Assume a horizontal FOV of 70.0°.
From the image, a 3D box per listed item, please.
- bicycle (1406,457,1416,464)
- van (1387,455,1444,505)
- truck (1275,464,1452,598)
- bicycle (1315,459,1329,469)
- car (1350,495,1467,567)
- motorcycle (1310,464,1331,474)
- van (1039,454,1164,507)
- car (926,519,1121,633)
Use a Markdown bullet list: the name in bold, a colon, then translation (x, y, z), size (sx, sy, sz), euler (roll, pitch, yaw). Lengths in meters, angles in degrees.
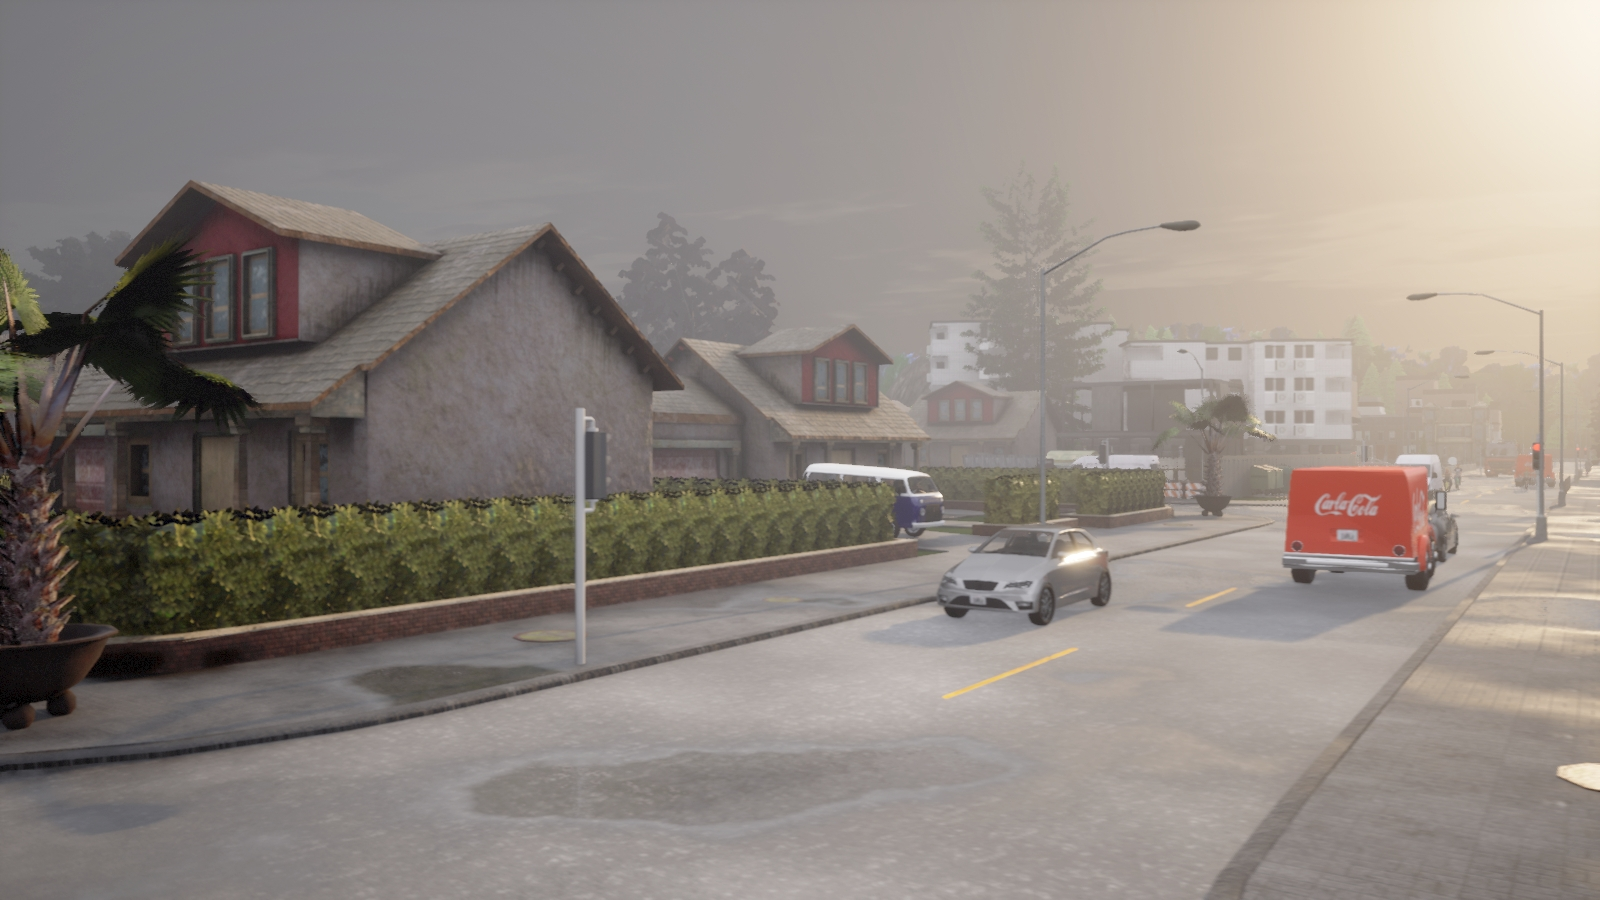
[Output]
- **bicycle**: translation (118.074, 2.041, 220.930), size (1.643, 1.496, 0.373), euler (0, 0, 35)
- **van**: translation (32.955, 1.530, 61.088), size (1.988, 2.561, 5.915), euler (0, 0, 35)
- **truck**: translation (12.162, 1.565, 24.441), size (2.627, 2.467, 5.204), euler (0, 0, 35)
- **bicycle**: translation (77.458, 2.043, 169.485), size (1.835, 1.471, 0.329), euler (0, 0, 35)
- **car**: translation (16.076, 2.045, 30.045), size (2.128, 1.511, 4.902), euler (0, 0, 35)
- **motorcycle**: translation (59.518, 2.173, 130.580), size (2.033, 1.199, 0.803), euler (0, 0, 35)
- **van**: translation (15.530, 1.524, 58.974), size (5.915, 2.561, 1.988), euler (0, 0, 35)
- **car**: translation (3.969, 2.061, 19.749), size (1.816, 1.474, 4.193), euler (0, 0, 34)
